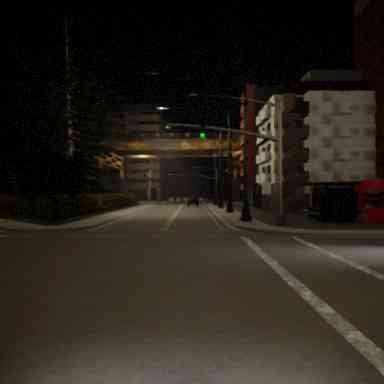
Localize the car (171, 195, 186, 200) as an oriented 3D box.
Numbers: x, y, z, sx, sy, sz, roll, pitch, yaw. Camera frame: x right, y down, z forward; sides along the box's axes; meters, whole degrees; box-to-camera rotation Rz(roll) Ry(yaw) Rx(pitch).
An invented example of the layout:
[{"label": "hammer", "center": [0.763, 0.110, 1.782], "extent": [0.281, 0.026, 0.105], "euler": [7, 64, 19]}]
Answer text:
[{"label": "car", "center": [-3.492, 1.371, 86.310], "extent": [1.853, 1.218, 4.536], "euler": [0, 0, 25]}]

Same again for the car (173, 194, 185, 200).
[{"label": "car", "center": [-3.513, 1.529, 86.263], "extent": [2.038, 1.542, 4.974], "euler": [0, 0, 25]}]

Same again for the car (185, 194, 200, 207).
[{"label": "car", "center": [0.181, 1.535, 52.763], "extent": [1.837, 1.490, 4.892], "euler": [0, 0, 0]}]

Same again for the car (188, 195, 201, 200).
[{"label": "car", "center": [0.628, 1.360, 85.998], "extent": [1.853, 1.218, 4.536], "euler": [0, 0, -20]}]

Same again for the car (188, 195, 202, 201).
[{"label": "car", "center": [0.647, 1.517, 85.949], "extent": [2.038, 1.542, 4.974], "euler": [0, 0, -20]}]
